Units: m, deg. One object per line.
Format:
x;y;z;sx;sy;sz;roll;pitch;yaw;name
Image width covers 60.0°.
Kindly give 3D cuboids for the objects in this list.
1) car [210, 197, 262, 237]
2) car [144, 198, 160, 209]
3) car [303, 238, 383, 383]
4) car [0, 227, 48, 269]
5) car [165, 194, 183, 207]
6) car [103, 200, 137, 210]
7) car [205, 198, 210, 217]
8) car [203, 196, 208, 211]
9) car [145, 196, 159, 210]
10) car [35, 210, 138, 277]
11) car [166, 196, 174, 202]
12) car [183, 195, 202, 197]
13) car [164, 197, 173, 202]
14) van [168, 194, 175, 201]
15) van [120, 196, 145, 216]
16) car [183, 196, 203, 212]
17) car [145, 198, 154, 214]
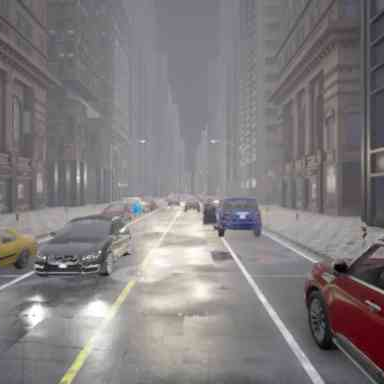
2.399;1.265;18.490;2.150;2.045;5.566;0;0;0;car
-5.756;1.643;48.006;1.752;1.417;4.829;0;0;0;car
2.764;1.322;3.238;2.192;1.841;5.009;0;0;0;car
-5.761;1.545;8.677;1.752;1.417;4.829;0;0;0;car
-2.993;1.630;55.790;1.882;1.535;5.008;0;0;0;car
-5.759;1.606;25.702;1.887;1.381;4.507;0;0;0;car
2.768;1.615;37.120;1.752;1.417;4.829;0;0;0;car
2.769;1.699;48.187;1.802;1.307;4.206;0;0;0;car
-5.757;1.419;42.558;2.192;1.841;5.009;0;0;0;car
-3.099;1.528;10.402;1.837;1.490;4.892;0;0;0;car
-5.752;1.801;87.504;1.947;1.339;4.313;0;0;0;car
0.007;1.621;52.893;2.128;1.511;4.902;0;0;0;car
-5.752;1.799;81.885;1.802;1.307;4.206;0;0;0;car
-5.751;1.593;93.123;1.690;1.788;3.998;0;0;0;van
-5.758;1.416;31.321;1.690;1.788;3.998;0;0;0;van
0.040;1.603;40.037;1.837;1.490;4.892;0;0;0;car
-5.758;1.640;36.939;2.008;1.369;4.403;0;0;0;car
